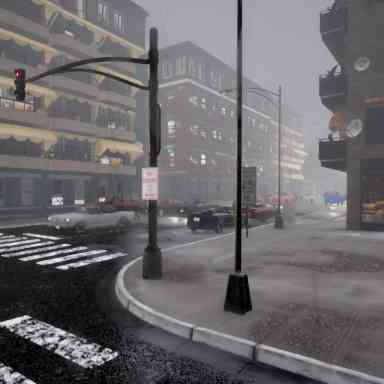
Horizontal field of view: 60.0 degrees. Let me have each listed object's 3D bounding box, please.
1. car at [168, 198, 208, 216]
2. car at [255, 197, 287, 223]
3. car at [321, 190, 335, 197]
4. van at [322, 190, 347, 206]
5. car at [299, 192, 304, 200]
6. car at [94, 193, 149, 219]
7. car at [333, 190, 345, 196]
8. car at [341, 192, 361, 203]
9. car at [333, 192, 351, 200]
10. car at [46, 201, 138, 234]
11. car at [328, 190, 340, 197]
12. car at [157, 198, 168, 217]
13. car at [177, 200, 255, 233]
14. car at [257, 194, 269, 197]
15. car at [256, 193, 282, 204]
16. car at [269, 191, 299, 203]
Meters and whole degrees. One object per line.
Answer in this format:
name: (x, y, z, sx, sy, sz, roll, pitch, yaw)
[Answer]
car: (0.362, 1.208, 26.531, 1.994, 1.385, 4.181, 1, 1, 34)
car: (4.631, 1.283, 22.504, 1.802, 1.307, 4.206, 2, 2, 35)
car: (29.845, 0.379, 72.921, 1.887, 1.381, 4.507, 2, 2, 35)
van: (17.452, 0.721, 40.725, 1.690, 1.788, 3.998, 2, 2, 35)
car: (17.026, 0.720, 54.695, 1.947, 1.339, 4.313, 2, 2, 35)
car: (-5.403, 1.031, 22.794, 2.192, 1.841, 5.009, 2, 2, 35)
car: (36.253, 0.257, 82.034, 1.802, 1.307, 4.206, 2, 2, 35)
car: (23.858, 0.764, 49.842, 1.887, 1.381, 4.507, 2, 2, 35)
car: (25.897, 0.696, 57.261, 1.895, 1.301, 4.718, 1, 1, 35)
car: (-5.407, 1.393, 18.154, 1.895, 1.301, 4.718, 0, 1, 33)
car: (33.049, 0.337, 77.478, 1.802, 1.307, 4.206, 2, 2, 35)
car: (-2.201, 1.181, 27.356, 1.887, 1.381, 4.507, 2, 2, 35)
car: (1.426, 1.348, 17.947, 1.947, 1.339, 4.313, 2, 2, 35)
car: (5.812, 1.013, 34.254, 1.837, 1.490, 4.892, 1, 1, 35)
car: (10.617, 0.881, 45.582, 1.947, 1.339, 4.313, 2, 2, 35)
car: (11.516, 0.718, 42.315, 2.097, 1.767, 4.553, 1, 1, 35)
